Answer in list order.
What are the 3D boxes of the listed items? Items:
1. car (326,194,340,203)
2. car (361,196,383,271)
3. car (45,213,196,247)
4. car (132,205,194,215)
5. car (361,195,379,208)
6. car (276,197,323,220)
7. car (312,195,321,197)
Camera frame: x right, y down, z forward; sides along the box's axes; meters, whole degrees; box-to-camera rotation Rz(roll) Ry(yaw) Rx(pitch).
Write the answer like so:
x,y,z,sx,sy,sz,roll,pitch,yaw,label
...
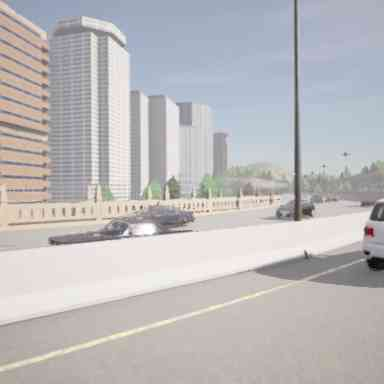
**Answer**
x,y,z,sx,sy,sz,roll,pitch,yaw,label
26.963,1.194,63.698,1.882,1.535,5.008,0,0,14,car
6.963,1.160,9.733,5.566,2.045,2.150,0,0,-42,car
-2.318,1.609,11.235,4.718,1.301,1.895,0,0,-39,car
-2.174,1.545,20.568,5.357,1.411,2.033,0,0,-43,car
23.995,1.247,44.946,1.882,1.535,5.008,0,0,25,car
8.441,1.401,26.807,2.128,1.511,4.902,0,0,39,car
20.686,1.288,55.151,1.837,1.490,4.892,0,0,20,car
